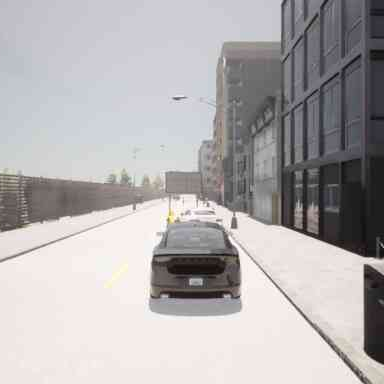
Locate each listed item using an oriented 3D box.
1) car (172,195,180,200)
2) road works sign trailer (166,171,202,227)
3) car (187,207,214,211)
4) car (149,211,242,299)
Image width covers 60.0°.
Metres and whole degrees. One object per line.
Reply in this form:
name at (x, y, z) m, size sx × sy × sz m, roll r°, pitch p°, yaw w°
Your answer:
car at (-4.311, 1.504, 91.142) m, size 1.837 × 1.490 × 4.892 m, roll 0°, pitch 0°, yaw 0°
road works sign trailer at (-0.573, 0.464, 21.341) m, size 2.380 × 3.560 × 2.880 m, roll 0°, pitch 0°, yaw -17°
car at (0.410, 1.539, 17.859) m, size 1.812 × 1.442 × 4.674 m, roll 0°, pitch -1°, yaw -9°
car at (0.070, 1.477, 8.508) m, size 1.882 × 1.535 × 5.008 m, roll 0°, pitch 0°, yaw 0°
